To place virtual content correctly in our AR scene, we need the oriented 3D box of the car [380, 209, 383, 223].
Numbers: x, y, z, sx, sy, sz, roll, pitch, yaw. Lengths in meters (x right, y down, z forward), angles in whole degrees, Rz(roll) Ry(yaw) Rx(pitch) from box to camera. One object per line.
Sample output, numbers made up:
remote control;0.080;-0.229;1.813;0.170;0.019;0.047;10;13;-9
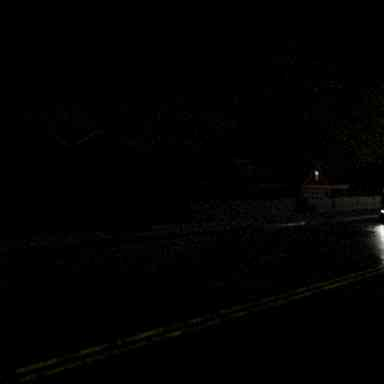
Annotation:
car;14.406;1.161;21.947;4.553;1.767;2.097;-1;0;-35
